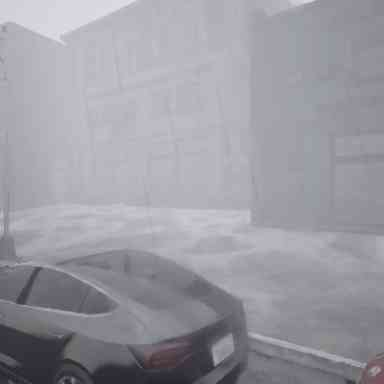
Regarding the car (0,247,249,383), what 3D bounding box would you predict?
[{"bbox_3d":[-1.617,1.511,4.457,4.792,1.488,2.163,0,0,35],"label":"car"}]
